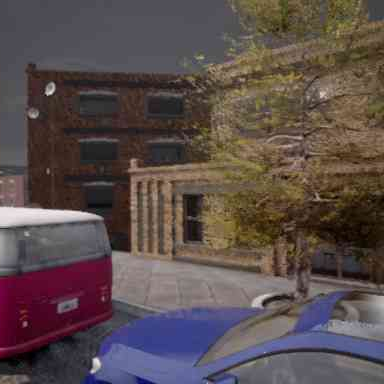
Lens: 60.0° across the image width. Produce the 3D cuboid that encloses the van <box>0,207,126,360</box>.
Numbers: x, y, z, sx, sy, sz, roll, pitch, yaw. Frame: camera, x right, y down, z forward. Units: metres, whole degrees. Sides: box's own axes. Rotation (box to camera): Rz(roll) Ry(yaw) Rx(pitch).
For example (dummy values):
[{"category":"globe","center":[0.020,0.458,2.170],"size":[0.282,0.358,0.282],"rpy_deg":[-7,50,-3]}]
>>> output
[{"category":"van","center":[-3.420,1.250,5.693],"size":[4.442,1.987,1.878],"rpy_deg":[0,0,36]}]
